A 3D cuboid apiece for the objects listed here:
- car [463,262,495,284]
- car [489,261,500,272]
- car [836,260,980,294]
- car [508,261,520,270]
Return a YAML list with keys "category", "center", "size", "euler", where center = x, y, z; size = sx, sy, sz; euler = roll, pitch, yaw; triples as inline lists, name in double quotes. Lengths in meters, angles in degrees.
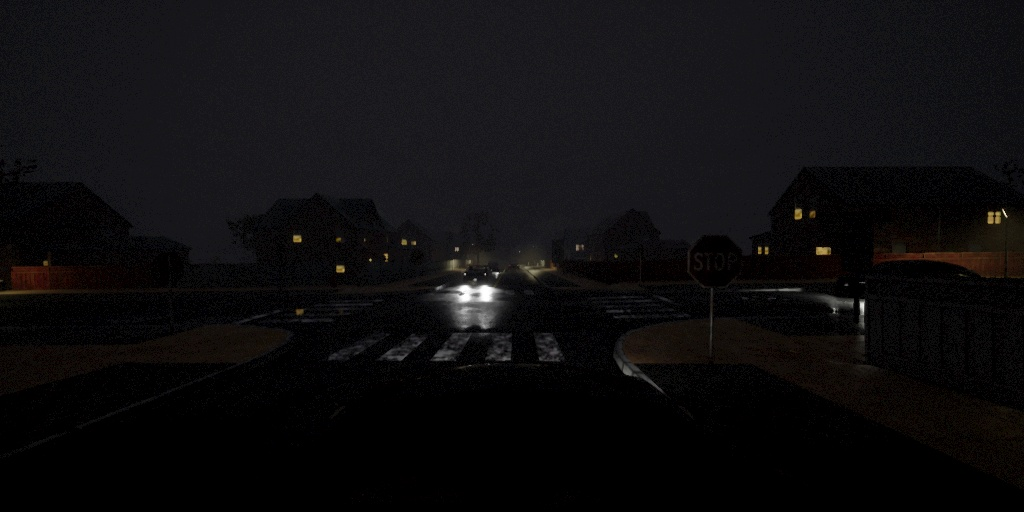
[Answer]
- category: "car"
  center: [-2.597, 1.380, 27.465]
  size: [1.895, 1.301, 4.718]
  euler: [0, 0, 0]
- category: "car"
  center: [-2.574, 1.403, 47.447]
  size: [2.033, 1.411, 5.357]
  euler: [0, 0, 0]
- category: "car"
  center: [16.605, 0.940, 15.173]
  size: [4.892, 1.490, 1.837]
  euler: [-1, 2, 1]
- category: "car"
  center: [0.269, 1.464, 56.937]
  size: [2.033, 1.411, 5.357]
  euler: [0, 0, 0]
